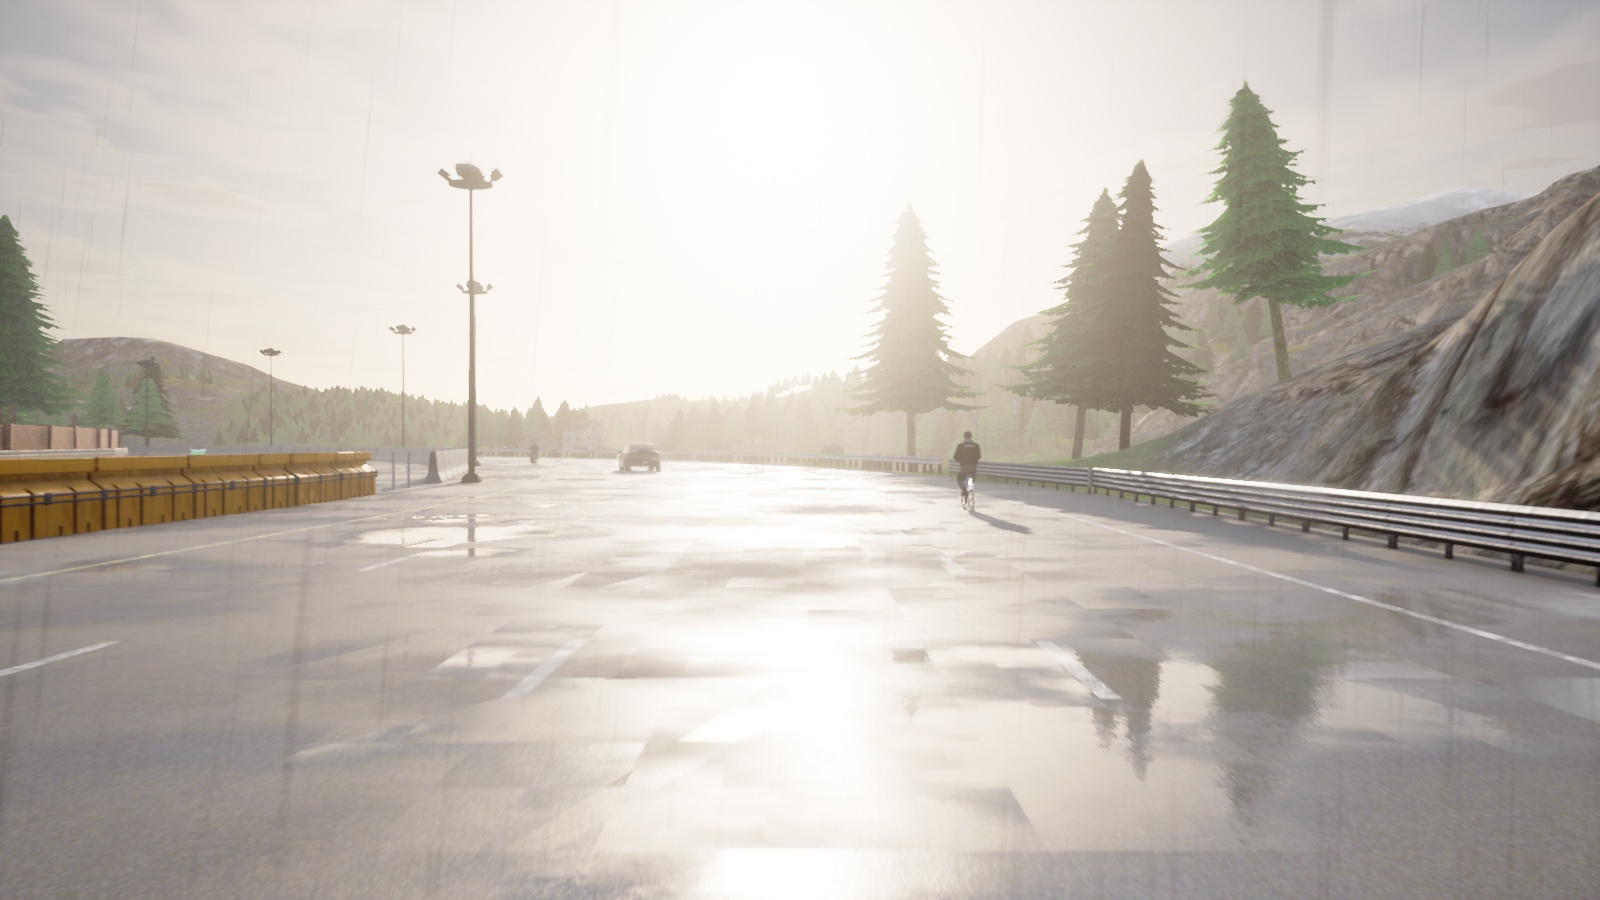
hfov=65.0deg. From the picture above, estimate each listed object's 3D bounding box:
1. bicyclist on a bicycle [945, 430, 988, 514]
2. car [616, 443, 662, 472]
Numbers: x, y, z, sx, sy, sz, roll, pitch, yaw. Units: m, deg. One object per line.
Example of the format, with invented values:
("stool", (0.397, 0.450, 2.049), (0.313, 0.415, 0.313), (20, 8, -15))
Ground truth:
("bicyclist on a bicycle", (3.638, 0.465, 27.501), (0.659, 1.776, 1.843), (0, 0, -1))
("car", (-8.624, 0.366, 67.100), (1.837, 1.490, 4.892), (0, 0, -14))
